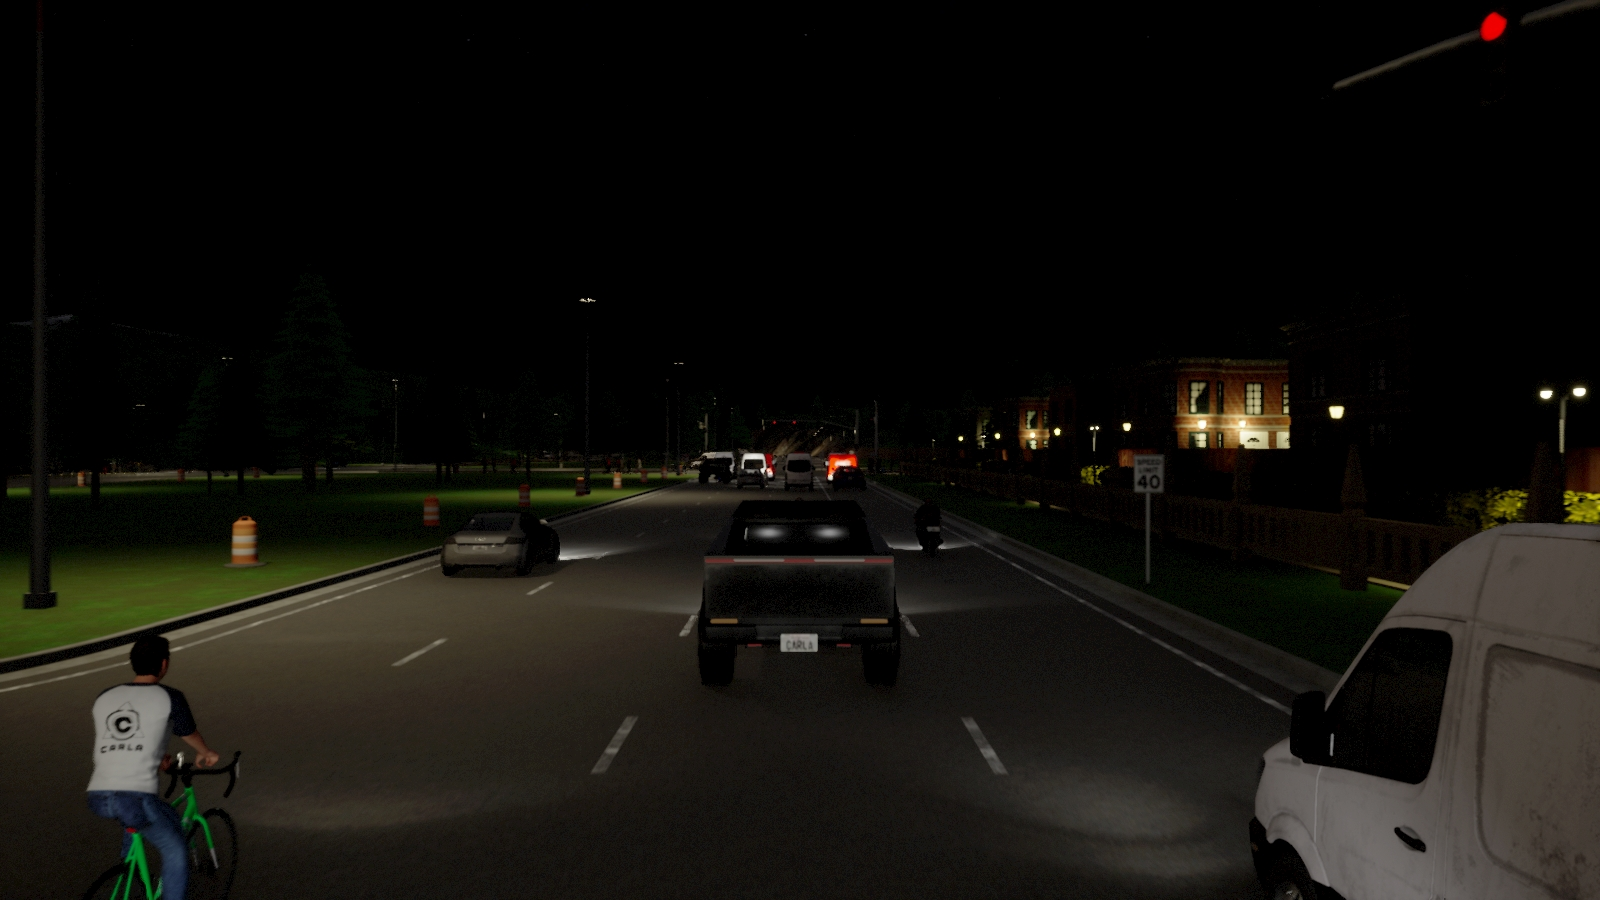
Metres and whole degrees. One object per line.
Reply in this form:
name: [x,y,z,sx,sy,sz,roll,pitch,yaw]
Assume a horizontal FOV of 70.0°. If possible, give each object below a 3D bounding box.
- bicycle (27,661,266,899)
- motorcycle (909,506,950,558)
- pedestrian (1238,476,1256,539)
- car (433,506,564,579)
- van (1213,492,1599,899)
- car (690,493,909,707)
bicycle: [-3.503,2.055,6.273,0.373,1.496,1.643,0,0,0]
motorcycle: [3.479,2.203,30.894,0.867,1.251,2.209,0,0,0]
pedestrian: [13.340,1.699,34.115,0.375,1.860,0.375,0,0,-2]
car: [-7.018,2.117,27.067,1.994,1.385,4.181,0,0,0]
van: [3.495,1.534,3.953,1.988,2.561,5.915,0,0,0]
car: [-0.010,1.752,15.576,2.390,2.098,6.274,0,0,0]
